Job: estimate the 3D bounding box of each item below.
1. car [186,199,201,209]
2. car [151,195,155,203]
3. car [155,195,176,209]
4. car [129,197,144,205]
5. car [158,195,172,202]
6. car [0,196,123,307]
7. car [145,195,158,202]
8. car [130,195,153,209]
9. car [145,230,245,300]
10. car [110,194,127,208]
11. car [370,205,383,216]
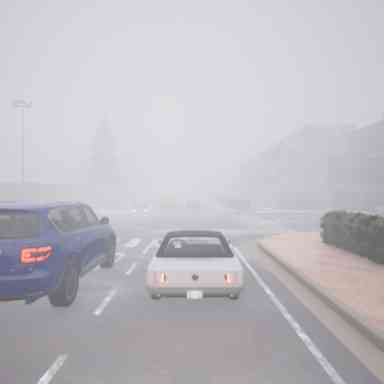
[{"bbox_3d":[0.188,1.591,45.845,1.994,1.385,4.181,0,0,0],"label":"car"},{"bbox_3d":[-6.848,1.637,61.912,1.895,1.301,4.718,0,0,1],"label":"car"},{"bbox_3d":[-3.318,1.378,44.940,2.097,1.767,4.553,0,0,0],"label":"car"},{"bbox_3d":[-10.340,1.637,62.583,1.895,1.301,4.718,0,0,1],"label":"car"},{"bbox_3d":[-6.245,1.549,77.106,2.128,1.511,4.902,0,0,8],"label":"car"},{"bbox_3d":[-3.439,1.226,8.113,2.150,2.045,5.566,0,0,0],"label":"car"},{"bbox_3d":[-9.595,1.478,78.302,1.837,1.490,4.892,0,0,8],"label":"car"},{"bbox_3d":[-6.999,1.553,46.037,1.812,1.442,4.674,0,0,1],"label":"car"},{"bbox_3d":[0.061,1.606,8.352,1.895,1.301,4.718,0,0,0],"label":"car"},{"bbox_3d":[-10.491,1.248,46.235,2.150,2.045,5.566,0,0,1],"label":"car"},{"bbox_3d":[19.219,1.544,31.076,4.674,1.442,1.812,0,0,0],"label":"car"}]
